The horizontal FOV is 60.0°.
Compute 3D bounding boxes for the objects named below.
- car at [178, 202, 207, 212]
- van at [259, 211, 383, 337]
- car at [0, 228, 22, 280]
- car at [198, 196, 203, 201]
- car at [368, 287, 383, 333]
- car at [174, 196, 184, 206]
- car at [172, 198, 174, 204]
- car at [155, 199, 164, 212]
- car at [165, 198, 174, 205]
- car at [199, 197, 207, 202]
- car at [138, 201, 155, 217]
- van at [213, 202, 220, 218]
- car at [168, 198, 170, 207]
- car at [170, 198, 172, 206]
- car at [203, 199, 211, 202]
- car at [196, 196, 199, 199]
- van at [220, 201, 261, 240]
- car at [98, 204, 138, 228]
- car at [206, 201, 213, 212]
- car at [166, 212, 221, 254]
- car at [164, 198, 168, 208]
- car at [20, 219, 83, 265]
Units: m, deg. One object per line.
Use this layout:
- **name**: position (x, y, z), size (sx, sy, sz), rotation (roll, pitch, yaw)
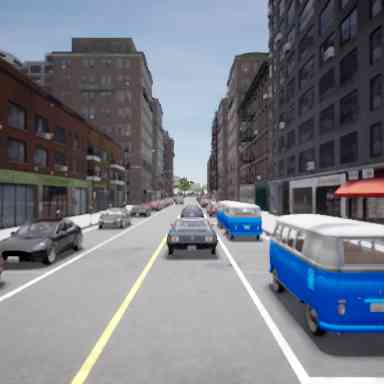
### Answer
- **car**: position (0.017, 1.837, 29.334), size (1.994, 1.385, 4.181), rotation (0, 0, 0)
- **van**: position (2.639, 1.403, 6.526), size (1.690, 1.788, 3.998), rotation (0, -1, 0)
- **car**: position (-5.386, 1.644, 6.527), size (1.802, 1.307, 4.206), rotation (0, -1, 0)
- **car**: position (2.659, 2.022, 63.347), size (1.967, 1.590, 4.097), rotation (0, -1, 0)
- **car**: position (2.637, 1.560, 0.842), size (2.008, 1.369, 4.403), rotation (0, -1, 0)
- **car**: position (-2.726, 2.153, 71.764), size (1.837, 1.490, 4.892), rotation (0, -1, 0)
- **car**: position (-5.364, 2.073, 69.031), size (1.967, 1.590, 4.097), rotation (0, -1, 0)
- **car**: position (-5.372, 1.972, 46.301), size (1.887, 1.381, 4.507), rotation (0, -1, 0)
- **car**: position (-5.360, 2.175, 80.395), size (1.967, 1.590, 4.097), rotation (0, -1, 0)
- **car**: position (2.657, 2.075, 57.663), size (1.887, 1.381, 4.507), rotation (0, -1, 0)
- **car**: position (-5.376, 1.890, 34.937), size (1.947, 1.339, 4.313), rotation (0, -1, 0)
- **van**: position (2.645, 1.561, 23.573), size (1.690, 1.788, 3.998), rotation (0, -1, 0)
- **car**: position (-5.368, 2.075, 57.666), size (1.887, 1.381, 4.507), rotation (0, -1, 0)
- **car**: position (-5.366, 2.148, 63.348), size (1.947, 1.339, 4.313), rotation (0, -1, 0)
- **car**: position (2.651, 1.903, 40.787), size (1.752, 1.417, 4.829), rotation (0, -1, 0)
- **car**: position (2.665, 2.050, 80.394), size (2.192, 1.841, 5.009), rotation (0, -1, 0)
- **van**: position (2.643, 1.509, 17.890), size (1.690, 1.788, 3.998), rotation (0, -1, 0)
- **car**: position (-5.380, 1.771, 23.573), size (2.008, 1.369, 4.403), rotation (0, -1, 0)
- **car**: position (2.649, 1.906, 34.935), size (1.802, 1.307, 4.206), rotation (0, -1, 0)
- **car**: position (0.007, 1.734, 14.109), size (1.895, 1.301, 4.718), rotation (0, 0, 0)
- **car**: position (-5.370, 2.030, 51.983), size (2.008, 1.369, 4.403), rotation (0, -1, 0)
- **car**: position (-5.384, 1.681, 12.209), size (1.947, 1.339, 4.313), rotation (0, -1, 0)
